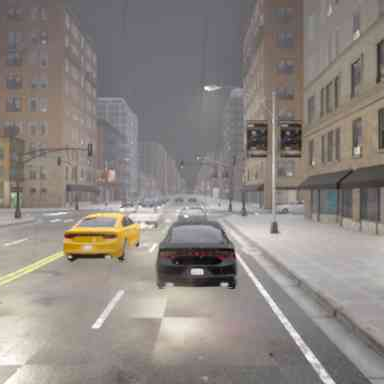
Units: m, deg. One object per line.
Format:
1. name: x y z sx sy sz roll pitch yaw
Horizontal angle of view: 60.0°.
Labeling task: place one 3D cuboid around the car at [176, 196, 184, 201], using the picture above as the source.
1. car: -3.140 1.782 91.026 2.033 1.411 5.357 0 0 0

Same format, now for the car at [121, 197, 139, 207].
1. car: -9.781 1.724 52.055 1.837 1.490 4.892 0 0 0

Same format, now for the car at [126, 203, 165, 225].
1. car: -3.120 1.701 23.293 1.895 1.301 4.718 0 0 0

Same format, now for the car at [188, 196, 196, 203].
1. car: 0.098 1.806 80.602 1.882 1.535 5.008 0 0 0

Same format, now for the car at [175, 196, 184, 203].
1. car: -3.152 1.829 80.606 1.837 1.490 4.892 0 0 0

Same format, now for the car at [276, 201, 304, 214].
1. car: 11.766 1.722 37.230 4.674 1.442 1.812 0 0 0

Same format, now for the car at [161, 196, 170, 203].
1. car: -6.403 1.816 79.809 1.837 1.490 4.892 0 0 0

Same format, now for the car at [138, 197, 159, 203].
1. car: -6.524 1.738 50.384 1.812 1.442 4.674 0 0 0

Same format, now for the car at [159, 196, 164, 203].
1. car: -6.503 1.775 59.485 1.812 1.442 4.674 0 0 0

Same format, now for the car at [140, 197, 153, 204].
1. car: -9.663 1.821 71.472 2.128 1.511 4.902 0 0 0

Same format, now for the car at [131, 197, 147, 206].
1. car: -9.732 1.747 61.240 2.128 1.511 4.902 0 0 1

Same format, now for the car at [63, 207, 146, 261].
1. car: -3.138 1.532 12.494 1.882 1.535 5.008 0 0 0

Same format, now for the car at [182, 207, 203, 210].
1. car: 0.044 1.634 19.945 2.033 1.411 5.357 0 0 1

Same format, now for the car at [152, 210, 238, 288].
1. car: 0.112 1.519 9.424 1.882 1.535 5.008 0 0 0

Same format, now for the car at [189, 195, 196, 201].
1. car: 0.110 1.719 91.022 1.882 1.535 5.008 0 0 0

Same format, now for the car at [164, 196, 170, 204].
1. car: -6.415 1.828 69.635 2.033 1.411 5.357 0 0 0
